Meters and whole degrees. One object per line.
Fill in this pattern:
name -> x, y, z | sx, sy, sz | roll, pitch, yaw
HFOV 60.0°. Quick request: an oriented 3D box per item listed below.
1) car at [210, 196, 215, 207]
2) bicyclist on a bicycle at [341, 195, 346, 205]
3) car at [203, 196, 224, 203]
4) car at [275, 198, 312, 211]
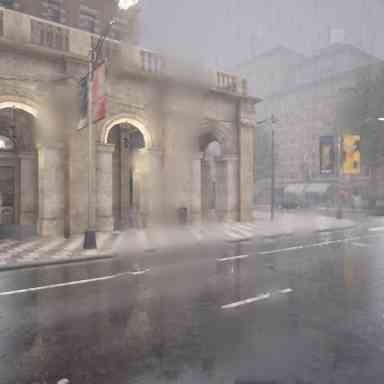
car -> 1.390, 1.637, 46.331 | 1.895, 1.301, 4.718 | 0, 0, -36
bicyclist on a bicycle -> 25.978, 1.381, 56.930 | 1.656, 1.620, 0.582 | 0, 0, -36
car -> 4.671, 1.588, 72.920 | 2.128, 1.511, 4.902 | 0, 0, -36
car -> 12.768, 1.557, 41.953 | 1.837, 1.490, 4.892 | 0, 0, -36
